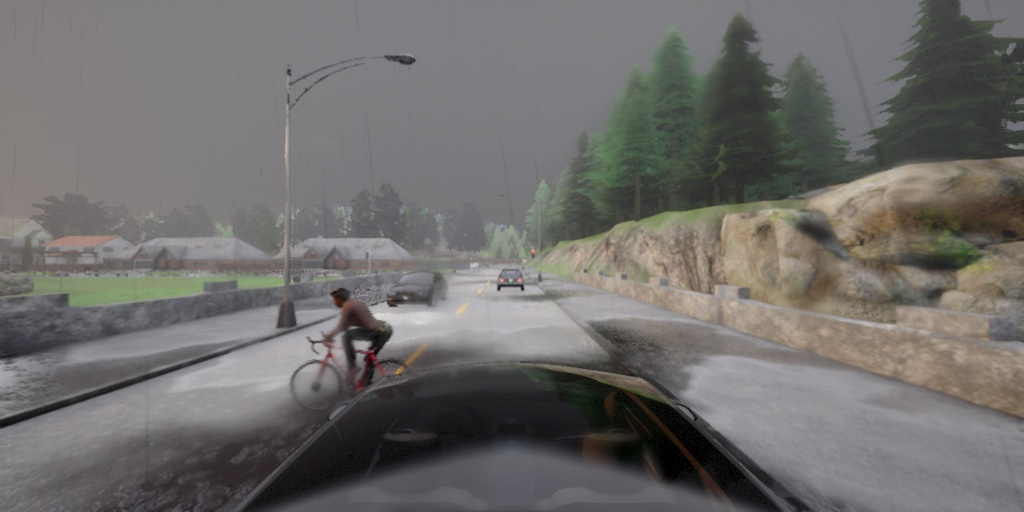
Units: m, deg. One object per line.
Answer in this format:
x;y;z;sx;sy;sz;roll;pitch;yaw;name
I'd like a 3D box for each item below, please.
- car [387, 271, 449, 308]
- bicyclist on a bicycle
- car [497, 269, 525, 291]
-4.109;1.444;16.340;1.837;1.490;4.892;0;-1;0;car
-2.086;1.240;4.706;1.656;1.620;0.582;-1;-1;0;bicyclist on a bicycle
-0.072;1.590;24.675;2.033;1.411;5.357;0;-1;0;car
